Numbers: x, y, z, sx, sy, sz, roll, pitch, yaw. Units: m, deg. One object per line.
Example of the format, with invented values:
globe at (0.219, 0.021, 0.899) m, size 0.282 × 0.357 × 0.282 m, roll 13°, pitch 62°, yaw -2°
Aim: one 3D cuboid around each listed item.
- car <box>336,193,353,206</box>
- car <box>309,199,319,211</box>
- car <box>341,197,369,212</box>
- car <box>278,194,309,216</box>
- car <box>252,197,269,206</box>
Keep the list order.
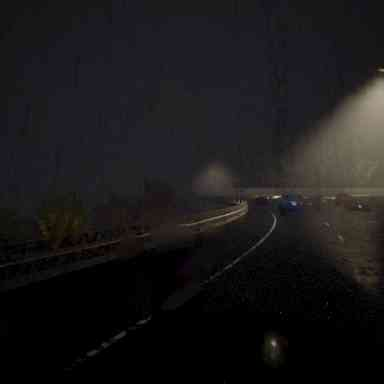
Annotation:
car at (24.453, 1.194, 53.441) m, size 2.150 × 2.045 × 5.566 m, roll 0°, pitch 0°, yaw 28°
car at (14.382, 1.545, 41.416) m, size 1.994 × 1.385 × 4.181 m, roll 0°, pitch 0°, yaw 6°
car at (18.720, 1.544, 37.941) m, size 1.994 × 1.385 × 4.181 m, roll 0°, pitch 0°, yaw 15°
car at (9.686, 1.205, 32.495) m, size 2.150 × 2.045 × 5.566 m, roll 0°, pitch 0°, yaw 11°
car at (11.362, 1.526, 55.144) m, size 2.033 × 1.411 × 5.357 m, roll 0°, pitch 0°, yaw -1°
